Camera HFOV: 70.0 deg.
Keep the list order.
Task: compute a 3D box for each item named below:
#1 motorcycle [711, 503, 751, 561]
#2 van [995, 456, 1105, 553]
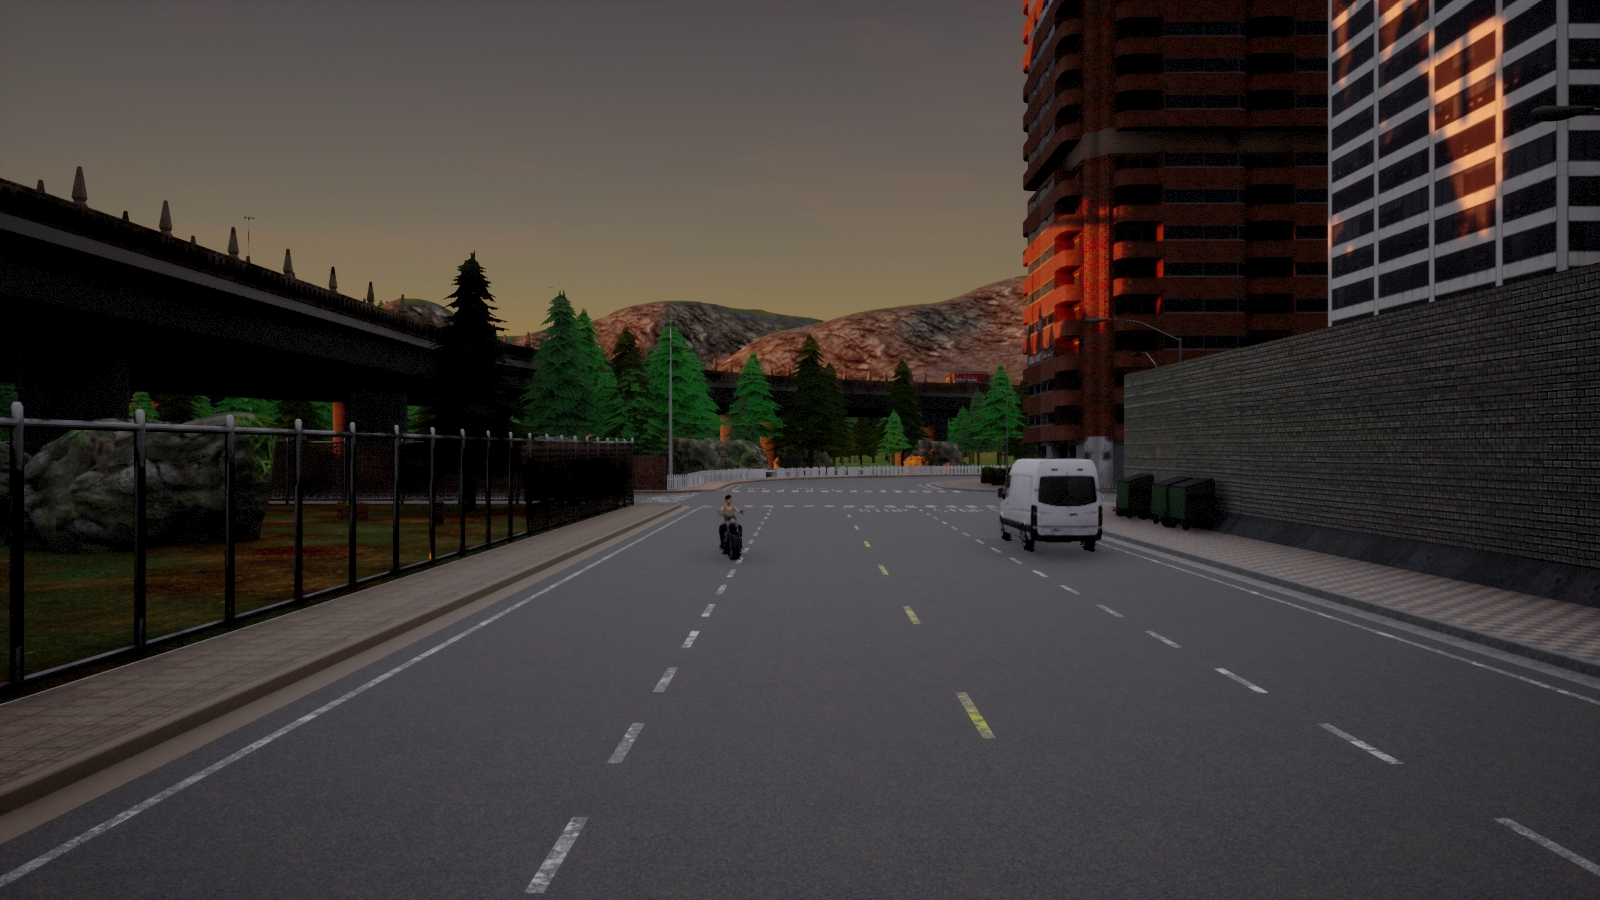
[{"bbox_3d":[-1.818,2.099,29.710,0.764,1.307,2.356,0,0,-10],"label":"motorcycle"},{"bbox_3d":[7.233,1.479,33.715,1.988,2.561,5.915,0,0,0],"label":"van"}]
